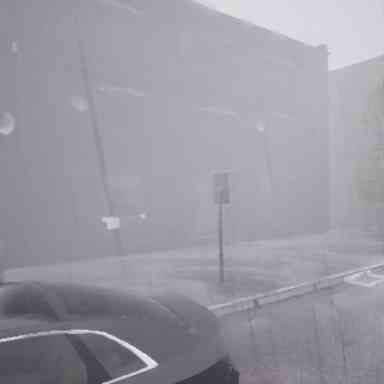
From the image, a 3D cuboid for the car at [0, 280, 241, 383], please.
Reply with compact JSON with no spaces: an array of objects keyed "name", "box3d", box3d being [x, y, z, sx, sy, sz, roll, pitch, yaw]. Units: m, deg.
[{"name":"car","box3d":[-1.877,1.505,2.045,4.892,1.490,1.837,0,0,-35]}]
